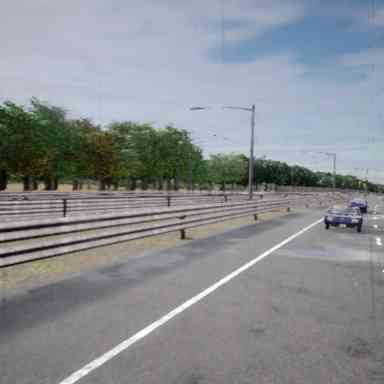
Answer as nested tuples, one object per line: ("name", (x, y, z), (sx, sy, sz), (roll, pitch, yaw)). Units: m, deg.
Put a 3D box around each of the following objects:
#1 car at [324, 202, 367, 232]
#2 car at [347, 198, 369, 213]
("car", (9.084, 1.498, 19.718), (1.895, 1.301, 4.718), (2, 1, 28))
("car", (17.460, 1.394, 35.105), (1.812, 1.442, 4.674), (2, 1, 29))
